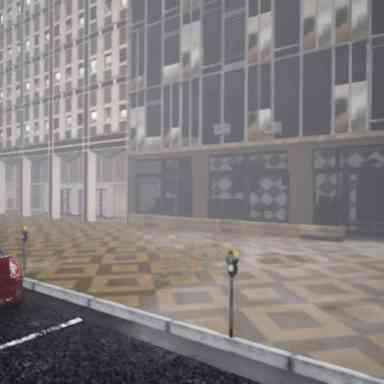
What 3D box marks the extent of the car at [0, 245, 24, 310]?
[{"bbox_3d":[-5.150,1.443,6.536,4.097,1.590,1.967,0,1,35],"label":"car"}]
